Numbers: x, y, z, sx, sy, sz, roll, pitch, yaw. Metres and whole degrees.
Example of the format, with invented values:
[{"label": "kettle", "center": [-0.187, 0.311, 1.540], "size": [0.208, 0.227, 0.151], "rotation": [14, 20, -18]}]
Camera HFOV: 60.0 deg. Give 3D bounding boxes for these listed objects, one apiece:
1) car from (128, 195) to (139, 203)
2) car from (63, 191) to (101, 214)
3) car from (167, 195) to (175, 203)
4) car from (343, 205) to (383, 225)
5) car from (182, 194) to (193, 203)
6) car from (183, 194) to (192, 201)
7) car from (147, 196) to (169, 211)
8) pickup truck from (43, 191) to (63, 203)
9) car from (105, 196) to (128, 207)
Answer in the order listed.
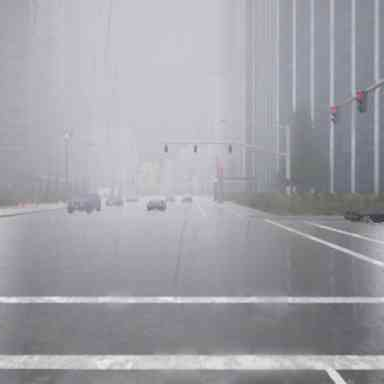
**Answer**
[{"label": "car", "center": [-11.390, 1.347, 63.328], "size": [1.812, 1.442, 4.674], "rotation": [0, 0, 0]}, {"label": "car", "center": [-11.160, 1.120, 34.845], "size": [2.150, 2.045, 5.566], "rotation": [0, 0, 0]}, {"label": "car", "center": [-4.375, 1.362, 65.773], "size": [2.033, 1.411, 5.357], "rotation": [0, 0, 0]}, {"label": "car", "center": [13.012, 1.537, 22.742], "size": [4.718, 1.301, 1.895], "rotation": [0, 0, 0]}, {"label": "car", "center": [-0.879, 1.339, 65.975], "size": [1.812, 1.442, 4.674], "rotation": [0, 0, -1]}, {"label": "car", "center": [-0.985, 1.171, 76.225], "size": [1.882, 1.535, 5.008], "rotation": [0, 0, -1]}, {"label": "car", "center": [-3.988, 1.492, 38.233], "size": [1.895, 1.301, 4.718], "rotation": [0, 0, -1]}, {"label": "pickup truck", "center": [-24.446, 0.887, 60.625], "size": [2.390, 2.098, 6.274], "rotation": [0, 0, 30]}, {"label": "car", "center": [-11.282, 1.349, 48.664], "size": [2.128, 1.511, 4.902], "rotation": [0, 1, 0]}]
